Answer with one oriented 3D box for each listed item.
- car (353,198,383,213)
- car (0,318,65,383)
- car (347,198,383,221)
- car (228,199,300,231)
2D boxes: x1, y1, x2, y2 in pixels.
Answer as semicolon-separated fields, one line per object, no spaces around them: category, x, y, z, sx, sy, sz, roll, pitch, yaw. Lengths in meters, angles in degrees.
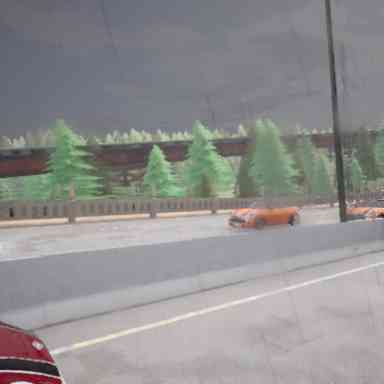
car;18.947;1.339;34.597;4.718;1.301;1.895;-1;0;-36
car;-2.969;1.365;1.628;4.553;1.767;2.097;-1;0;-36
car;11.410;1.193;20.660;4.553;1.767;2.097;-1;0;-35
car;4.348;1.239;19.939;4.553;1.767;2.097;-1;0;-35
